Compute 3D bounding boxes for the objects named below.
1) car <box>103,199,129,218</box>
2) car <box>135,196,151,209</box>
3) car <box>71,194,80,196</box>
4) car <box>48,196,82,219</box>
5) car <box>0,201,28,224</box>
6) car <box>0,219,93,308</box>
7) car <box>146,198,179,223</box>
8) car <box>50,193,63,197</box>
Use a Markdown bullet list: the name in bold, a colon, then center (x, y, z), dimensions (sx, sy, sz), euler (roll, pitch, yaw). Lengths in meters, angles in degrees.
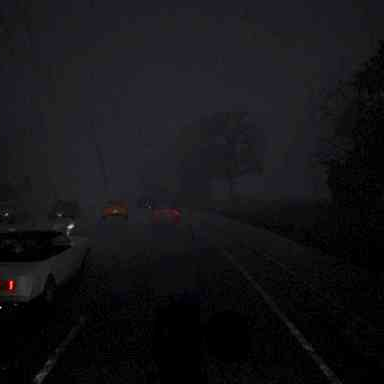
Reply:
- **car**: center (-6.353, 1.305, 27.953), dimensions (1.882, 1.535, 5.008), euler (0, 0, -11)
- **car**: center (-5.793, 1.241, 40.485), dimensions (2.128, 1.511, 4.902), euler (0, 0, -16)
- **car**: center (-22.711, 1.108, 64.766), dimensions (1.812, 1.442, 4.674), euler (0, 1, -27)
- **car**: center (-9.664, 1.335, 25.579), dimensions (2.128, 1.511, 4.902), euler (0, 0, -11)
- **car**: center (-12.747, 1.388, 22.924), dimensions (1.812, 1.442, 4.674), euler (0, 0, -10)
- **car**: center (-3.730, 1.556, 7.723), dimensions (1.895, 1.301, 4.718), euler (0, 0, -3)
- **car**: center (-2.041, 1.398, 23.992), dimensions (2.033, 1.411, 5.357), euler (0, 0, -9)
- **car**: center (-25.013, 0.960, 61.493), dimensions (2.097, 1.767, 4.553), euler (0, 0, -25)
